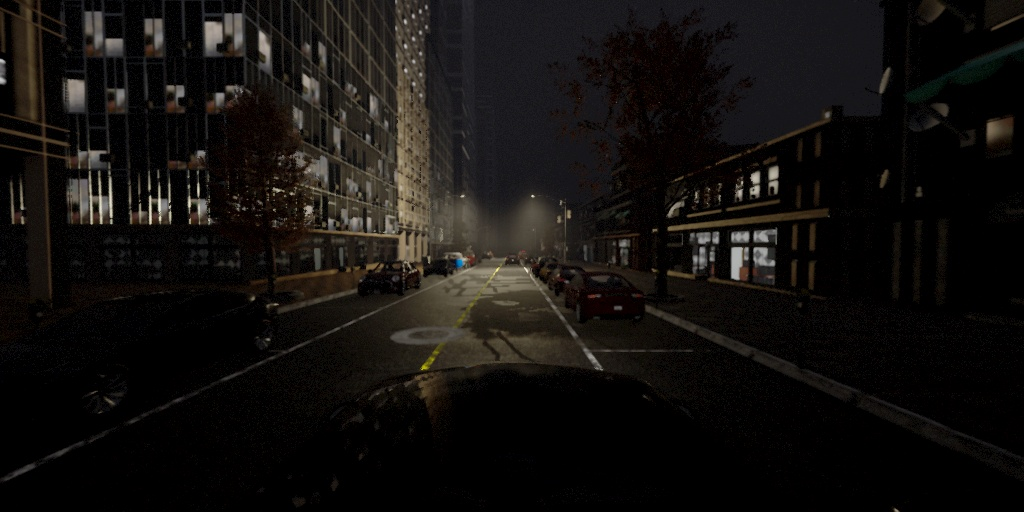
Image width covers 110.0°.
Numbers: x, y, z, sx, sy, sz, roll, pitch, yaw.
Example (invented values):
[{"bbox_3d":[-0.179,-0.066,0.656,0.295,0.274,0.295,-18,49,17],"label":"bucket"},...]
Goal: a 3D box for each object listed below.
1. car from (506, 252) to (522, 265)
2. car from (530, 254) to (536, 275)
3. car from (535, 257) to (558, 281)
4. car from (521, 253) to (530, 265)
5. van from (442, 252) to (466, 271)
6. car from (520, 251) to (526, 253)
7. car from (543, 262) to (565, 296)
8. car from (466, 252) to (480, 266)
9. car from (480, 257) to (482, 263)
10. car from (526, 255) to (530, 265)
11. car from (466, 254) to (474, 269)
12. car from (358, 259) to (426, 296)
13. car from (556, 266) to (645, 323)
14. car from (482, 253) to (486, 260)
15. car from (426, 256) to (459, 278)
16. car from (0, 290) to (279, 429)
[{"bbox_3d":[0.089,0.555,50.942,1.994,1.385,4.181,0,1,0],"label":"car"},{"bbox_3d":[2.683,0.779,28.228,1.967,1.591,4.097,0,0,0],"label":"car"},{"bbox_3d":[2.685,0.952,22.755,1.751,1.417,4.829,0,0,0],"label":"car"},{"bbox_3d":[2.678,0.559,50.802,1.948,1.339,4.313,0,0,0],"label":"car"},{"bbox_3d":[-5.669,0.593,33.925,1.690,1.789,3.998,0,0,0],"label":"van"},{"bbox_3d":[2.677,0.347,56.445,1.967,1.591,4.097,0,0,0],"label":"car"},{"bbox_3d":[2.686,1.096,16.942,1.802,1.307,4.207,0,0,0],"label":"car"},{"bbox_3d":[-5.710,0.394,45.212,2.192,1.841,5.009,0,0,0],"label":"car"},{"bbox_3d":[-5.707,0.575,50.855,1.802,1.307,4.207,0,0,0],"label":"car"},{"bbox_3d":[2.682,0.819,33.872,1.948,1.339,4.313,0,0,0],"label":"car"},{"bbox_3d":[-5.684,0.716,39.569,2.007,1.370,4.403,0,0,0],"label":"car"},{"bbox_3d":[-5.662,0.953,16.995,1.967,1.591,4.097,0,0,0],"label":"car"},{"bbox_3d":[2.687,1.146,11.299,1.888,1.381,4.507,0,0,0],"label":"car"},{"bbox_3d":[-5.704,0.472,56.499,1.948,1.339,4.313,0,0,0],"label":"car"},{"bbox_3d":[-5.665,0.905,28.282,1.948,1.339,4.313,0,0,0],"label":"car"},{"bbox_3d":[-5.660,1.254,5.708,1.948,1.339,4.313,0,0,0],"label":"car"}]
